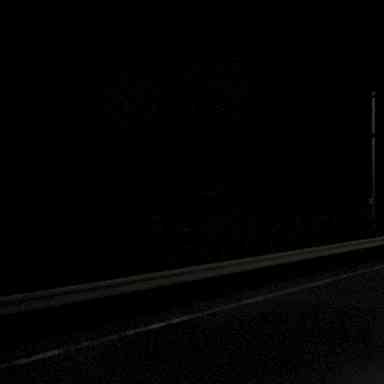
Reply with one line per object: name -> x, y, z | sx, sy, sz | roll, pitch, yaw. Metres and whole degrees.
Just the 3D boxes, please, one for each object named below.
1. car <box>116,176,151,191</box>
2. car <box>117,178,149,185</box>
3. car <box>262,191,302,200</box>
car -> -8.669, -1.277, 49.562 | 4.553, 1.767, 2.097 | 5, 1, 13
car -> -8.061, -0.981, 45.812 | 4.674, 1.442, 1.812 | 4, 1, 10
car -> 10.205, 0.724, 38.063 | 2.128, 1.511, 4.902 | 0, 4, -42
